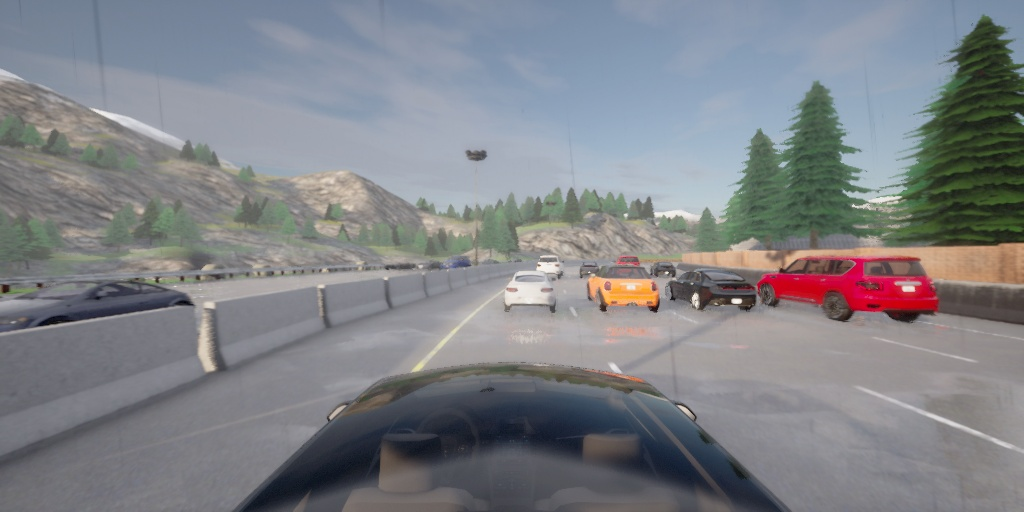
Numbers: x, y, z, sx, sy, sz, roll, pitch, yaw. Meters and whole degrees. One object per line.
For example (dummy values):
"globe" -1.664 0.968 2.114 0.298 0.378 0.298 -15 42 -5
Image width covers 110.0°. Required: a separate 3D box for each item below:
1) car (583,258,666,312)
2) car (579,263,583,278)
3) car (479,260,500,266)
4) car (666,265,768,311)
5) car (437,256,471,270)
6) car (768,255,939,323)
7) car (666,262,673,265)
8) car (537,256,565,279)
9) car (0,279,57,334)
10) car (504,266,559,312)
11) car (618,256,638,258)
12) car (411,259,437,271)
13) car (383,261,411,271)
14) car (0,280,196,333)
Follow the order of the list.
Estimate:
"car" 4.319 1.116 14.563 2.097 1.767 4.553 0 0 5
"car" 7.513 1.267 34.574 2.128 1.511 4.902 0 0 13
"car" -3.110 1.252 49.626 1.837 1.490 4.892 0 1 17
"car" 7.819 1.278 14.537 1.837 1.490 4.892 0 0 5
"car" -7.366 0.959 47.749 2.150 2.045 5.566 0 0 16
"car" 11.126 1.003 12.542 2.150 2.045 5.566 0 0 4
"car" 14.956 1.300 35.632 1.837 1.490 4.892 0 0 14
"car" 3.672 0.986 33.560 2.150 2.045 5.566 0 0 12
"car" -13.878 1.314 7.795 1.895 1.301 4.718 0 0 3
"car" 0.764 1.280 14.136 1.812 1.442 4.674 0 0 5
"car" 11.052 1.006 34.489 2.150 2.045 5.566 0 0 13
"car" -10.924 1.218 47.868 2.128 1.511 4.902 0 0 16
"car" -14.768 1.318 47.204 1.895 1.301 4.718 0 0 15
"car" -10.303 1.287 8.724 1.994 1.385 4.181 0 0 3
